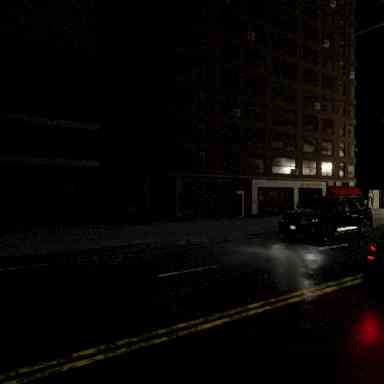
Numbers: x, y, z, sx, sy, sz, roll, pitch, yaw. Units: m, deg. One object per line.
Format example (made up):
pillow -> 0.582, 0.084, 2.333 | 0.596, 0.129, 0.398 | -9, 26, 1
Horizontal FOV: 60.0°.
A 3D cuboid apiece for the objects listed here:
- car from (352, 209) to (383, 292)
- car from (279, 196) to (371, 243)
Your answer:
car -> 6.033, 1.353, 7.740 | 4.553, 1.767, 2.097 | 0, 0, -35
car -> 6.752, 1.225, 16.478 | 5.566, 2.045, 2.150 | 0, 0, -35
